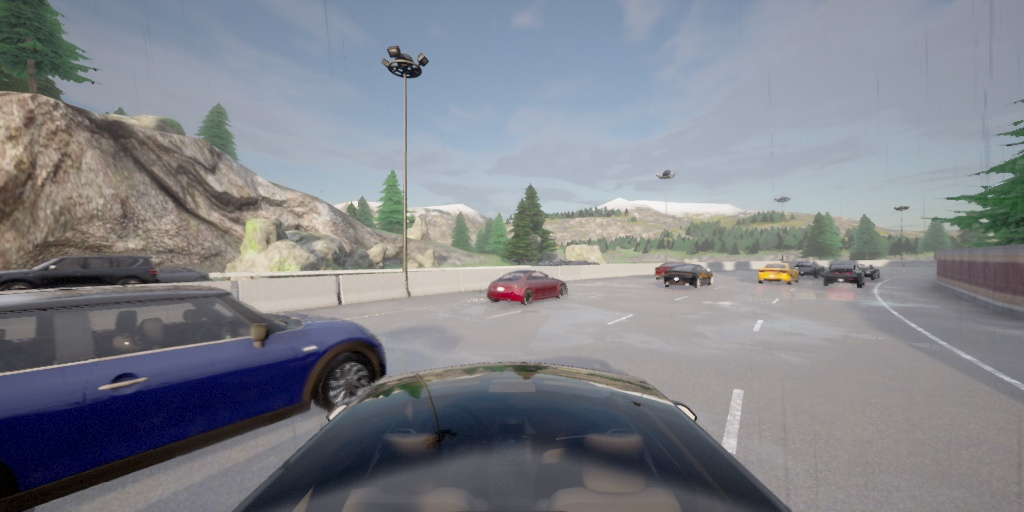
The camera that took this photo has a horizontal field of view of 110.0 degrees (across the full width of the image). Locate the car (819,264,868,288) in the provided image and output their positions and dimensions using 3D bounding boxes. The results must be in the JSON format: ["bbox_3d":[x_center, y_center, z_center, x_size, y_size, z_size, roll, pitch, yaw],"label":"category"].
[{"bbox_3d":[22.415,1.266,24.175,4.892,1.490,1.837,0,0,-43],"label":"car"}]

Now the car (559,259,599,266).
[{"bbox_3d":[7.816,1.256,39.548,4.902,1.511,2.128,0,0,-43],"label":"car"}]

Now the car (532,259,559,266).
[{"bbox_3d":[4.119,1.255,40.852,4.902,1.511,2.128,0,0,-44],"label":"car"}]

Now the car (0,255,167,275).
[{"bbox_3d":[-20.506,0.973,16.940,2.150,2.045,5.566,0,0,34],"label":"car"}]

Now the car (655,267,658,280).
[{"bbox_3d":[14.029,1.239,30.709,5.008,1.535,1.882,0,0,-44],"label":"car"}]

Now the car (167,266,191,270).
[{"bbox_3d":[-21.215,1.317,22.015,1.994,1.385,4.181,0,0,35],"label":"car"}]

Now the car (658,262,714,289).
[{"bbox_3d":[11.513,1.236,23.226,1.882,1.535,5.008,0,0,43],"label":"car"}]

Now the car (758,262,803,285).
[{"bbox_3d":[19.654,1.239,26.376,5.008,1.535,1.882,0,0,-44],"label":"car"}]

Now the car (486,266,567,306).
[{"bbox_3d":[0.771,1.319,16.118,1.994,1.385,4.181,0,0,38],"label":"car"}]

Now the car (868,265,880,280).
[{"bbox_3d":[30.329,1.365,31.037,4.718,1.301,1.895,0,0,-39],"label":"car"}]

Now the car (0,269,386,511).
[{"bbox_3d":[-3.697,1.103,3.922,2.097,1.767,4.553,0,0,33],"label":"car"}]

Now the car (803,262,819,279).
[{"bbox_3d":[27.567,1.256,33.283,4.902,1.511,2.128,0,0,-39],"label":"car"}]
